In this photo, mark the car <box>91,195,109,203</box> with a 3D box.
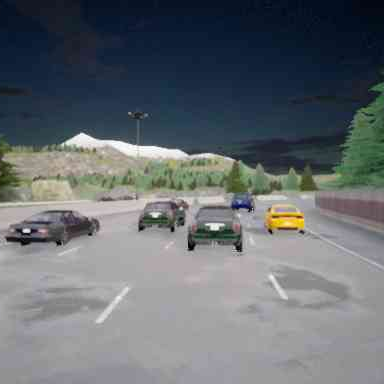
[{"bbox_3d":[-16.186,1.358,59.891,2.128,1.511,4.902,0,0,22],"label":"car"}]

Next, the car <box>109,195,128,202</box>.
[{"bbox_3d":[-12.349,1.380,60.011,1.837,1.490,4.892,0,0,23],"label":"car"}]

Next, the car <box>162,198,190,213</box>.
[{"bbox_3d":[-1.658,1.466,36.912,1.812,1.442,4.674,0,0,15],"label":"car"}]

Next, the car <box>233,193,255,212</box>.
[{"bbox_3d":[5.814,1.181,37.646,2.150,2.045,5.566,0,0,17],"label":"car"}]

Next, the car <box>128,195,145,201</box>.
[{"bbox_3d":[-8.836,1.364,59.330,1.882,1.535,5.008,0,0,23],"label":"car"}]

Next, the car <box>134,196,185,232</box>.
[{"bbox_3d":[-1.673,1.317,20.147,2.097,1.767,4.553,0,0,9],"label":"car"}]

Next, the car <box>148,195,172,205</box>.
[{"bbox_3d":[-5.482,1.390,58.332,2.128,1.511,4.902,0,0,23],"label":"car"}]

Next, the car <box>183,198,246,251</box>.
[{"bbox_3d":[1.065,1.333,14.310,2.097,1.767,4.553,0,0,6],"label":"car"}]

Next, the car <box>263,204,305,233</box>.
[{"bbox_3d":[5.291,1.463,19.505,1.882,1.535,5.008,0,0,9],"label":"car"}]

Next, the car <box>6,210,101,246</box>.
[{"bbox_3d":[-5.949,1.508,15.028,2.033,1.411,5.357,0,0,7],"label":"car"}]
